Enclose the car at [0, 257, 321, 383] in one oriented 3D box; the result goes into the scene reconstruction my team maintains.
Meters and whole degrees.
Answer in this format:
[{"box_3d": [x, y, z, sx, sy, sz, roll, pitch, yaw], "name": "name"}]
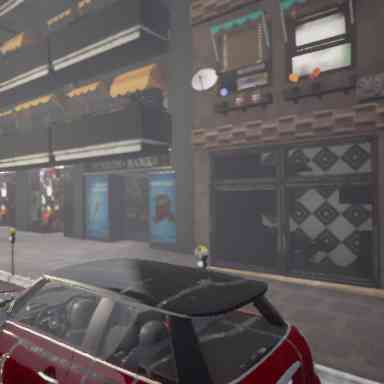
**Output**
[{"box_3d": [-0.934, 1.423, 3.426, 4.097, 1.590, 1.967, 0, -1, 36], "name": "car"}]
